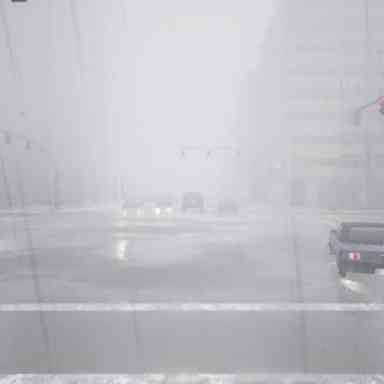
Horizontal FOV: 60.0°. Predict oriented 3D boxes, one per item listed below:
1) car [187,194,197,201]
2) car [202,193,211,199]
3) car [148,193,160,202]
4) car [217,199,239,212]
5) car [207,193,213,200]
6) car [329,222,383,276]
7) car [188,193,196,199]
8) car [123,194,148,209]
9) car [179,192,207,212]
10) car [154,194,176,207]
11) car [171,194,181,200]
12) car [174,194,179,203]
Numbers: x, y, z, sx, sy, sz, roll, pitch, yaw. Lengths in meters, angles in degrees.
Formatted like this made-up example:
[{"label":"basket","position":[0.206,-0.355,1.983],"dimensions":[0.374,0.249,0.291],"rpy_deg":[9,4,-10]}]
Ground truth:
[{"label":"car","position":[-0.008,1.088,71.481],"dimensions":[2.033,1.411,5.357],"rpy_deg":[0,0,0]},{"label":"car","position":[3.491,0.991,81.474],"dimensions":[1.895,1.301,4.718],"rpy_deg":[0,0,0]},{"label":"car","position":[-7.059,1.244,57.043],"dimensions":[1.895,1.301,4.718],"rpy_deg":[0,0,1]},{"label":"car","position":[3.596,1.385,34.383],"dimensions":[1.895,1.301,4.718],"rpy_deg":[0,0,0]},{"label":"car","position":[3.492,1.141,72.350],"dimensions":[1.895,1.301,4.718],"rpy_deg":[0,0,0]},{"label":"car","position":[5.136,1.539,9.769],"dimensions":[1.895,1.301,4.718],"rpy_deg":[0,0,19]},{"label":"car","position":[-0.009,0.936,81.444],"dimensions":[2.033,1.411,5.357],"rpy_deg":[0,0,0]},{"label":"car","position":[-7.092,1.097,40.802],"dimensions":[2.097,1.767,4.553],"rpy_deg":[0,0,0]},{"label":"car","position":[0.096,1.001,35.033],"dimensions":[2.150,2.045,5.566],"rpy_deg":[0,0,0]},{"label":"car","position":[-3.582,1.321,44.563],"dimensions":[1.895,1.301,4.718],"rpy_deg":[0,0,0]},{"label":"car","position":[-3.508,1.083,72.244],"dimensions":[1.994,1.385,4.181],"rpy_deg":[0,0,0]},{"label":"car","position":[-3.558,1.118,57.279],"dimensions":[1.882,1.535,5.008],"rpy_deg":[0,0,0]}]
